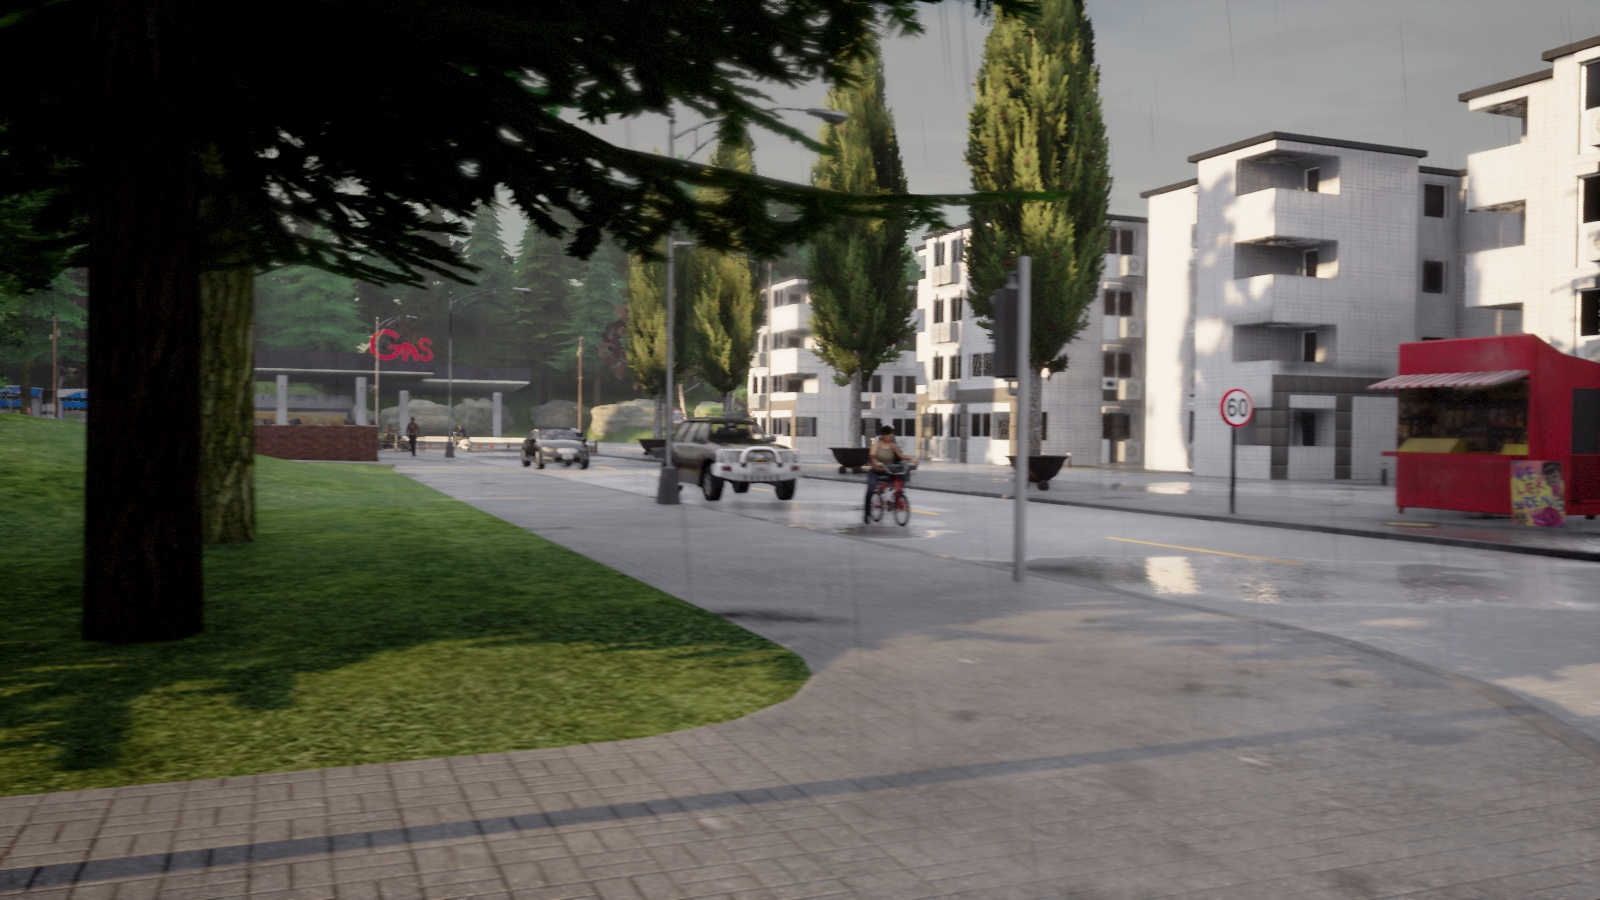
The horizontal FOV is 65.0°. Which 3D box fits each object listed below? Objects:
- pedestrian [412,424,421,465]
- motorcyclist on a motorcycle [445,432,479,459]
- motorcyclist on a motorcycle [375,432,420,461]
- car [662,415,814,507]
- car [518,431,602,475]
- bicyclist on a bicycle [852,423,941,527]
[{"bbox_3d":[-17.196,-0.239,56.334,0.328,1.805,0.869,-1,1,-18],"label":"pedestrian"},{"bbox_3d":[-20.378,-0.279,75.735,1.817,1.590,0.866,0,2,26],"label":"motorcyclist on a motorcycle"},{"bbox_3d":[-23.247,-0.199,72.521,2.350,1.649,0.766,0,2,9],"label":"motorcyclist on a motorcycle"},{"bbox_3d":[-1.486,0.167,27.966,1.932,1.855,4.605,-1,1,-22],"label":"car"},{"bbox_3d":[-8.906,0.085,46.285,2.128,1.511,4.902,-1,1,-22],"label":"car"},{"bbox_3d":[1.559,0.379,20.525,0.866,1.612,1.509,-1,1,-22],"label":"bicyclist on a bicycle"}]
